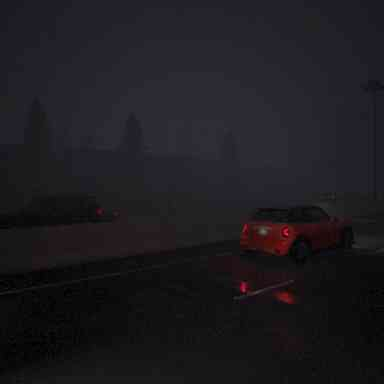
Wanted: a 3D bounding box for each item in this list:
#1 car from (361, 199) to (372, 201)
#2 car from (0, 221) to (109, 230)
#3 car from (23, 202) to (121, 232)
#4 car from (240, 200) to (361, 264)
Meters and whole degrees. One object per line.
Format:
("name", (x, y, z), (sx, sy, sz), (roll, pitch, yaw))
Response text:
("car", (20.024, 0.994, 38.830), (2.128, 1.511, 4.902), (0, 1, 43))
("car", (-7.185, 1.173, 16.289), (5.566, 2.045, 2.150), (-1, 1, -39))
("car", (-7.303, 1.466, 20.674), (5.357, 1.411, 2.033), (-1, 1, -40))
("car", (3.793, 1.226, 11.667), (4.553, 1.767, 2.097), (-1, 1, -41))
